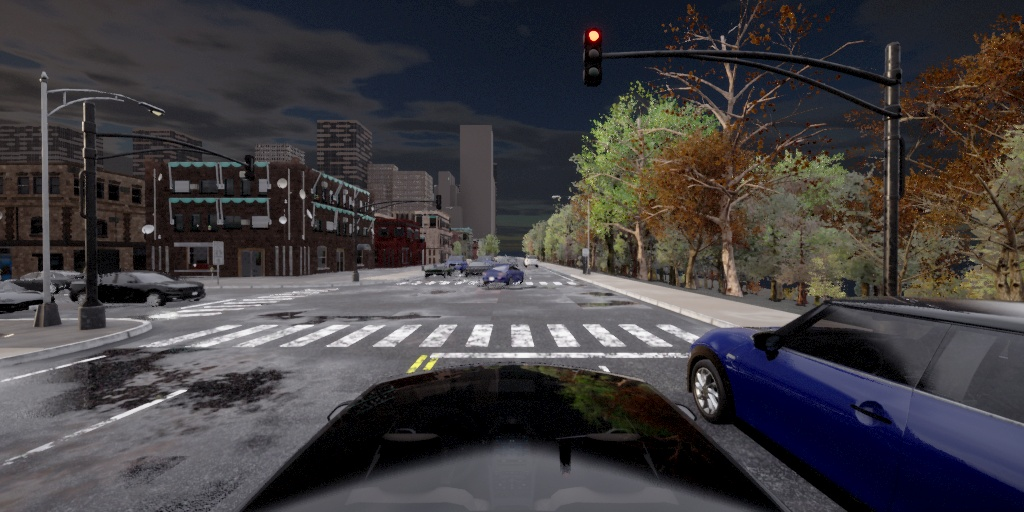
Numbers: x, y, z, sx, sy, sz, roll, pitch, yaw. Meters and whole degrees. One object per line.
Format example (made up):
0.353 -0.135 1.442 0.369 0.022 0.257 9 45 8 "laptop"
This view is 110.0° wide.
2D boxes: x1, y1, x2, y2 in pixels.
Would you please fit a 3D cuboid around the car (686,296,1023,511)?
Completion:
3.351 1.102 2.900 2.097 1.767 4.553 0 0 0 "car"

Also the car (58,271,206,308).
-16.486 1.411 15.937 5.008 1.535 1.882 -1 1 3 "car"

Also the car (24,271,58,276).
-28.276 1.560 21.875 4.403 1.370 2.007 0 0 0 "car"

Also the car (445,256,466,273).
-6.574 0.958 42.544 2.150 2.045 5.566 0 0 0 "car"

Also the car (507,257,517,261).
0.110 1.274 63.730 2.033 1.411 5.357 0 0 0 "car"

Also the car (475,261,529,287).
-0.536 1.269 24.787 1.812 1.442 4.674 1 0 19 "car"

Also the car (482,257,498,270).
-3.321 1.083 54.318 2.097 1.767 4.553 0 0 0 "car"

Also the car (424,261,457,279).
-6.594 1.341 32.785 1.895 1.301 4.718 0 0 0 "car"

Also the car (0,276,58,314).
-19.944 1.565 13.361 4.313 1.339 1.948 0 0 0 "car"

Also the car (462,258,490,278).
-3.340 1.217 34.015 1.882 1.535 5.008 0 0 -2 "car"

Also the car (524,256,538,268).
3.363 0.945 62.775 2.150 2.045 5.566 0 0 1 "car"

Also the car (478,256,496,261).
-3.333 0.957 44.047 2.150 2.045 5.566 0 0 0 "car"
